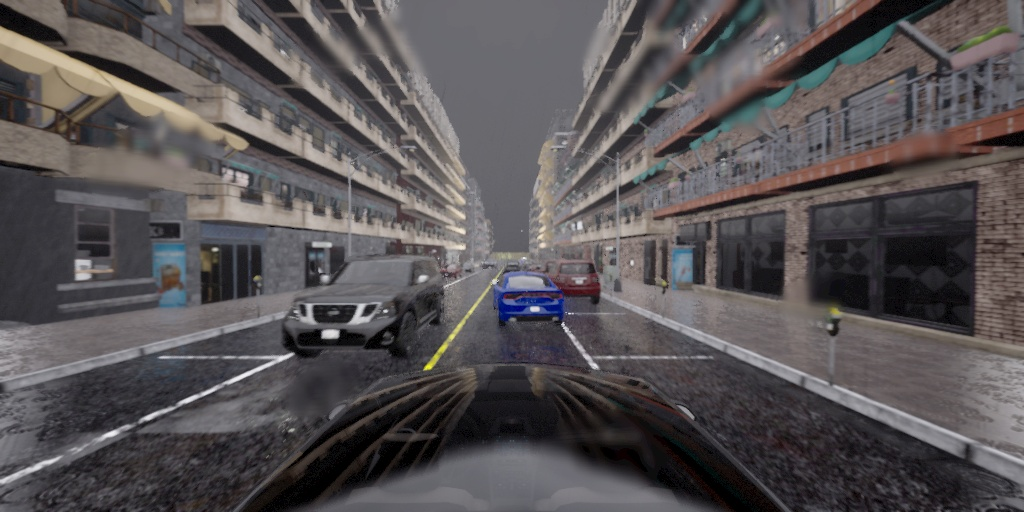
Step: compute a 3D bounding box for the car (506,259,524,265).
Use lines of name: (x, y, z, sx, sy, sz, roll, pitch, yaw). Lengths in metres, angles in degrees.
car: (0.099, 1.356, 39.739, 1.837, 1.490, 4.892, 0, 0, 0)

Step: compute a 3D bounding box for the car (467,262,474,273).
car: (-5.693, 1.429, 44.664, 1.948, 1.339, 4.313, 0, 0, 0)

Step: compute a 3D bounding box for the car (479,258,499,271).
car: (-3.003, 1.037, 50.657, 2.097, 1.767, 4.553, 0, 0, 0)

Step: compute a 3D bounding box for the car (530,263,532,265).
car: (2.655, 1.388, 27.728, 1.948, 1.339, 4.313, 0, 0, 0)

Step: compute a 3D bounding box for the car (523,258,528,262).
car: (2.689, 1.453, 56.050, 1.948, 1.339, 4.313, 0, 0, 0)

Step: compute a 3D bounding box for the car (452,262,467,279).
car: (-5.693, 1.382, 33.333, 1.888, 1.381, 4.507, 0, 0, 0)

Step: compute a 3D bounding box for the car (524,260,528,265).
car: (2.660, 1.416, 39.057, 1.948, 1.339, 4.313, 0, 0, 0)

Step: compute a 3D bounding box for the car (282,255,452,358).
car: (-3.101, 0.994, 8.886, 2.150, 2.045, 5.566, 0, 0, 0)

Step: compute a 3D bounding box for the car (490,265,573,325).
car: (0.395, 1.258, 11.994, 1.882, 1.535, 5.008, 0, 0, -5)

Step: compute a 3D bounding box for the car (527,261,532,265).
car: (2.655, 1.382, 33.393, 1.888, 1.381, 4.507, 0, 0, 0)

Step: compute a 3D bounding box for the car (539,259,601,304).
car: (2.656, 1.107, 16.399, 2.192, 1.841, 5.009, 0, 0, 0)

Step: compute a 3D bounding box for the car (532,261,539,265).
car: (2.655, 1.123, 22.064, 2.192, 1.841, 5.009, 0, 0, 0)
